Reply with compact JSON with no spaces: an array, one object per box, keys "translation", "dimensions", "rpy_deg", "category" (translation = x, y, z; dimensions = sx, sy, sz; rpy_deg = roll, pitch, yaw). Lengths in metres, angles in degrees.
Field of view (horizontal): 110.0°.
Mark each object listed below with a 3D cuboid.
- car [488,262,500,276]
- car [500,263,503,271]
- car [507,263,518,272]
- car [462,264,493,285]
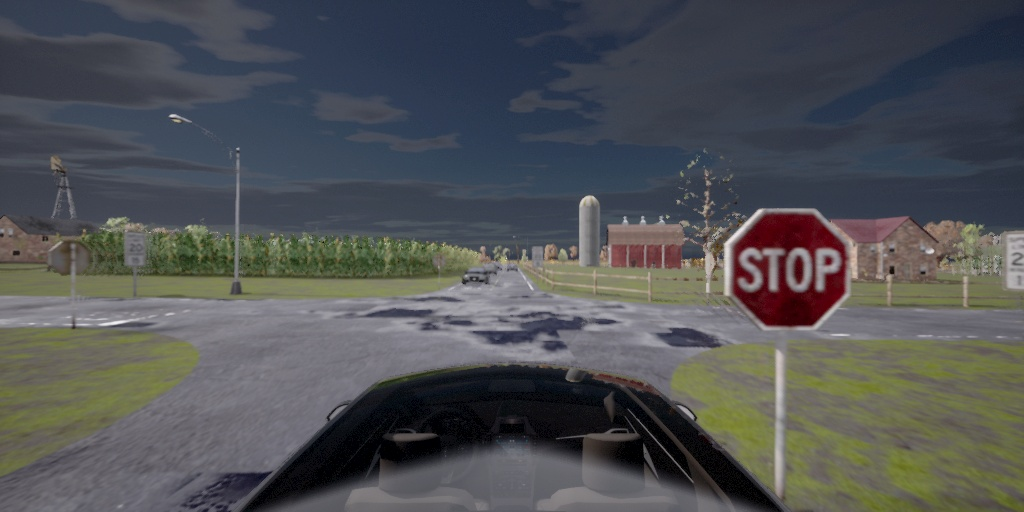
[{"translation":[-2.845,1.698,45.503],"dimensions":[1.837,1.490,4.892],"rpy_deg":[0,-1,0],"category":"car"},{"translation":[-2.749,1.810,63.502],"dimensions":[2.097,1.767,4.553],"rpy_deg":[0,-1,0],"category":"car"},{"translation":[0.057,1.896,59.628],"dimensions":[2.033,1.411,5.357],"rpy_deg":[0,-1,0],"category":"car"},{"translation":[-2.849,1.586,29.148],"dimensions":[1.994,1.385,4.181],"rpy_deg":[0,-1,0],"category":"car"}]
